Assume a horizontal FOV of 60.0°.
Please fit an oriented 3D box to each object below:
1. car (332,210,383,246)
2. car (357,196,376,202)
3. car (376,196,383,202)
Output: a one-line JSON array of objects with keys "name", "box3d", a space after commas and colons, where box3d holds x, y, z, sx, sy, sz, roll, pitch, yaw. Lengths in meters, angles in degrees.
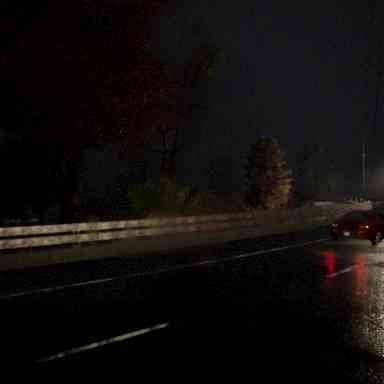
[{"name": "car", "box3d": [8.213, 1.579, 15.652, 4.674, 1.442, 1.812, 0, -1, -44]}, {"name": "car", "box3d": [39.538, 1.610, 76.665, 2.033, 1.411, 5.357, 0, 0, 6]}, {"name": "car", "box3d": [42.999, 1.605, 76.140, 1.994, 1.385, 4.181, 0, 0, 6]}]
